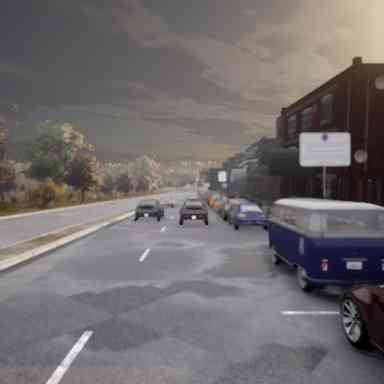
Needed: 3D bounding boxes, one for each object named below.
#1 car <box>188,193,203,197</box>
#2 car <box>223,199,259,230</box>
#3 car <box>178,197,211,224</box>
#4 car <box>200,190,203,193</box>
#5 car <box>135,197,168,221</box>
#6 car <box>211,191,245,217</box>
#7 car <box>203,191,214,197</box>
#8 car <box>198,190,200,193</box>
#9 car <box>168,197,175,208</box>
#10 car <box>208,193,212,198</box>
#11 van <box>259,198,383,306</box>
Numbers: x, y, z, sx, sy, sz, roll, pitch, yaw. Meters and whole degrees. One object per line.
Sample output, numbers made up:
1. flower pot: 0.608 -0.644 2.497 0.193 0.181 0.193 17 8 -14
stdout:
1. car: 0.128 1.169 42.859 1.812 1.442 4.674 0 1 0
2. car: 3.239 1.356 19.716 2.002 1.452 4.674 0 0 0
3. car: 0.117 1.312 23.059 1.837 1.490 4.892 0 0 0
4. car: 3.272 0.823 64.011 2.185 1.767 4.553 0 0 0
5. car: -3.131 1.297 25.158 1.837 1.490 4.892 0 1 0
6. car: 3.247 1.098 30.861 2.185 1.767 4.553 0 0 0
7. car: 3.259 0.836 47.369 2.435 2.045 5.566 0 0 0
8. car: 3.283 0.814 80.486 2.231 1.521 4.892 0 0 0
9. car: -3.120 1.251 42.033 1.895 1.301 4.718 0 0 0
10. car: 3.252 1.179 36.412 2.231 1.521 4.892 0 0 0
11. van: 3.231 1.181 8.783 1.878 1.987 4.442 0 0 0
